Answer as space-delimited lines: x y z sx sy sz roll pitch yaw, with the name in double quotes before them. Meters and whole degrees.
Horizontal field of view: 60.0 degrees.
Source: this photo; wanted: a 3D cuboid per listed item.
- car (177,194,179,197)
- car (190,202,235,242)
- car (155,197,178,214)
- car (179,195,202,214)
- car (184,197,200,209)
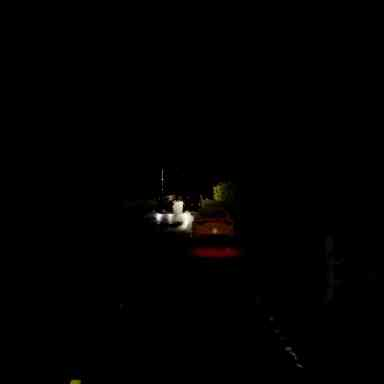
"car" -2.758 1.274 78.466 1.812 1.442 4.674 0 0 0
"car" 0.961 1.468 16.397 1.882 1.535 5.008 0 0 0
"car" -2.850 1.527 36.080 2.033 1.411 5.357 0 0 0
"car" 0.012 1.332 35.298 2.097 1.767 4.553 0 0 0
"car" 0.013 1.468 47.036 2.128 1.511 4.902 0 0 0
